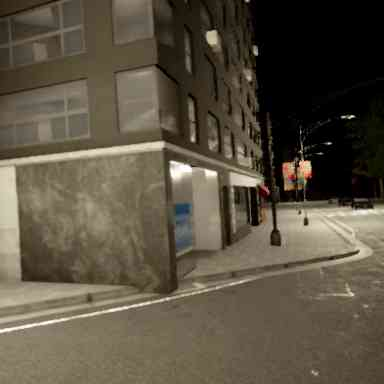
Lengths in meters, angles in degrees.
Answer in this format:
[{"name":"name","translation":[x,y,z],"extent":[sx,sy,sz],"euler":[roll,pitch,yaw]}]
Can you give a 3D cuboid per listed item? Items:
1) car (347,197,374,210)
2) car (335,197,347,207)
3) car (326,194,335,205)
[{"name":"car","translation":[20.550,1.439,40.350],"extent":[1.994,1.385,4.181],"euler":[-4,-1,16]},{"name":"car","translation":[23.510,1.437,50.653],"extent":[1.882,1.535,5.008],"euler":[-4,-1,16]},{"name":"car","translation":[27.102,1.597,62.929],"extent":[1.812,1.442,4.674],"euler":[-4,-2,16]}]
